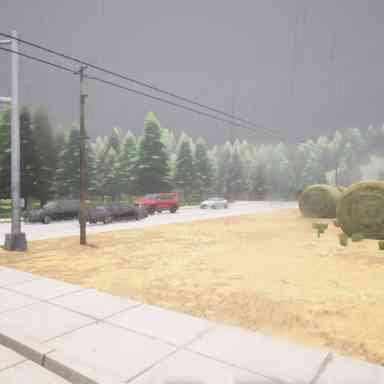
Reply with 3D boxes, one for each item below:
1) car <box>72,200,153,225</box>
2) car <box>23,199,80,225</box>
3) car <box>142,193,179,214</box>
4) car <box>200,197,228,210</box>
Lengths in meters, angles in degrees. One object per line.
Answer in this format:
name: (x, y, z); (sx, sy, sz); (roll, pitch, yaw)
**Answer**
car: (-5.604, 1.536, 24.255); (2.033, 1.411, 5.357); (0, 0, 37)
car: (-9.941, 1.362, 24.630); (2.097, 1.767, 4.553); (0, 0, 37)
car: (-3.577, 1.174, 33.176); (2.150, 2.045, 5.566); (0, 0, 37)
car: (2.828, 1.420, 41.761); (1.812, 1.442, 4.674); (0, 0, 37)
